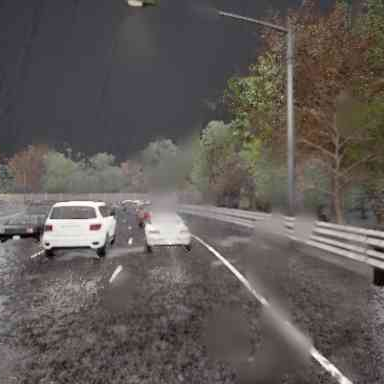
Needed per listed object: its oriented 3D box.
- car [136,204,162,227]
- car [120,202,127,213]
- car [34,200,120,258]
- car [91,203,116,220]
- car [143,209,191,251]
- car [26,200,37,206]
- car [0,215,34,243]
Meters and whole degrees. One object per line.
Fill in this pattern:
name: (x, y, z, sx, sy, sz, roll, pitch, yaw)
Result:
car: (-3.352, 1.721, 26.545, 2.097, 1.767, 4.553, 0, -1, -13)
car: (-10.553, 2.167, 46.927, 2.128, 1.511, 4.902, 0, -1, -25)
car: (-4.497, 1.432, 14.054, 2.150, 2.045, 5.566, 0, -1, -8)
car: (-9.334, 2.001, 34.802, 2.128, 1.511, 4.902, 0, -1, -18)
car: (-1.175, 1.733, 15.114, 1.812, 1.442, 4.674, 0, -1, -8)
car: (-40.474, 2.880, 86.477, 4.674, 1.442, 1.812, -1, -1, 38)
car: (-8.605, 1.883, 17.793, 1.895, 1.301, 4.718, 0, -1, -10)
